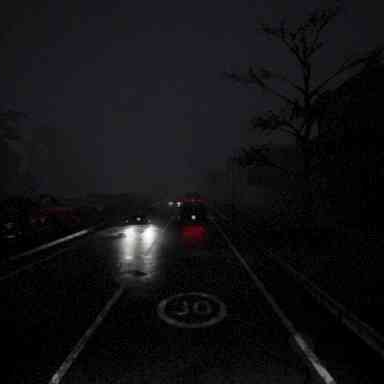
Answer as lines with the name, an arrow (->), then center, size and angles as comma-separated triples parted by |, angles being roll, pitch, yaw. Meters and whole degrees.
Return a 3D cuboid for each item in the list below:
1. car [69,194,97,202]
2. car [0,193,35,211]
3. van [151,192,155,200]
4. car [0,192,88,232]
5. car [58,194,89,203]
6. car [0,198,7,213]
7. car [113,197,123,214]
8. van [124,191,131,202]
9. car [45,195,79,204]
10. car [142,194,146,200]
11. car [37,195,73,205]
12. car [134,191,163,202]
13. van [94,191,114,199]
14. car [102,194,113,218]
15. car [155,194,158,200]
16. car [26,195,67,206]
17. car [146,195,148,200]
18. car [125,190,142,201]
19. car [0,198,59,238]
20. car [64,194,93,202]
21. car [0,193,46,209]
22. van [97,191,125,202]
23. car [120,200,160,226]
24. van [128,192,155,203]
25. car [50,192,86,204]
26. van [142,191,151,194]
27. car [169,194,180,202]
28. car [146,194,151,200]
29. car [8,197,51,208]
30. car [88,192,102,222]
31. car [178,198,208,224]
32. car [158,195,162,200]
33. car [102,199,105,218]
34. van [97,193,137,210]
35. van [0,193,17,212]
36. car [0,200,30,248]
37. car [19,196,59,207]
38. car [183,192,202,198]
car -> -22.063, 1.148, 67.452 | 4.892, 1.521, 2.231 | 0, 1, 0
car -> -22.050, 1.124, 39.688 | 5.566, 2.045, 2.435 | 0, 0, 0
van -> -8.844, 1.054, 54.316 | 4.442, 1.987, 1.878 | 0, 1, 0
car -> -8.886, 1.177, 17.869 | 5.566, 2.045, 2.435 | 0, 0, 0
car -> -22.055, 1.204, 61.900 | 5.008, 1.535, 2.097 | 0, 1, 0
car -> -22.201, 1.387, 34.138 | 5.366, 1.575, 1.946 | 0, 0, 0
car -> -8.922, 1.402, 29.083 | 4.892, 1.521, 2.231 | 0, 0, 0
van -> -9.052, 1.161, 34.689 | 4.442, 1.987, 1.878 | 0, 0, 0
car -> -22.036, 1.262, 56.350 | 4.892, 1.521, 2.231 | 0, 1, 0
car -> -8.953, 1.360, 43.102 | 4.892, 1.521, 2.231 | 0, 0, 0
car -> -22.034, 1.287, 53.573 | 5.008, 1.535, 2.097 | 0, 0, 0
car -> -8.950, 0.885, 68.335 | 5.566, 2.045, 2.435 | 0, 1, 0
van -> -22.194, 0.749, 84.101 | 4.442, 1.987, 1.878 | 0, 1, 0
car -> -8.956, 1.282, 26.280 | 4.553, 1.767, 2.185 | 0, 0, 0
car -> -8.959, 1.252, 57.125 | 5.008, 1.535, 2.097 | 0, 1, 0
car -> -22.220, 1.308, 50.795 | 5.366, 1.575, 1.946 | 0, 0, 0
car -> -8.947, 1.385, 45.906 | 4.674, 1.452, 2.002 | 0, 0, 0
car -> -8.911, 1.128, 37.493 | 5.566, 2.045, 2.435 | 0, 0, 0
car -> -8.880, 1.310, 15.066 | 4.553, 1.767, 2.185 | 0, 0, 0
car -> -22.058, 1.175, 64.676 | 5.008, 1.535, 2.097 | 0, 1, 0
car -> -21.997, 1.112, 42.465 | 5.566, 2.045, 2.435 | 0, 0, 0
van -> -9.049, 1.168, 31.886 | 4.442, 1.987, 1.878 | 0, 0, 0
car -> -3.345, 1.501, 22.774 | 1.994, 1.385, 4.181 | 0, 0, 0
van -> -9.084, 0.997, 59.926 | 4.442, 1.987, 1.878 | 0, 1, 0
car -> -22.017, 0.981, 59.122 | 5.566, 2.045, 2.435 | 0, 1, 0
van -> -9.073, 1.078, 51.514 | 4.442, 1.987, 1.878 | 0, 0, 0
car -> -3.266, 1.168, 64.050 | 1.882, 1.535, 5.008 | 0, 1, 1
car -> -8.983, 1.357, 48.714 | 4.792, 1.488, 2.163 | 0, 0, 0
car -> -22.057, 1.380, 45.241 | 4.792, 1.488, 2.163 | 0, 0, 0
car -> -8.890, 1.170, 20.673 | 5.566, 2.045, 2.435 | 0, 0, 0
car -> 0.103, 1.435, 24.452 | 1.837, 1.490, 4.892 | 0, 0, 0
car -> -8.789, 1.162, 65.534 | 5.366, 1.575, 1.946 | 0, 1, 0
car -> -8.919, 1.455, 23.477 | 4.674, 1.452, 2.002 | 0, 0, 0
van -> -9.059, 1.147, 40.294 | 4.442, 1.987, 1.878 | 0, 0, 0
van -> -22.135, 1.157, 36.911 | 4.442, 1.987, 1.878 | 0, 0, 0
car -> -8.876, 1.317, 12.263 | 4.553, 1.767, 2.185 | 0, 0, 0
car -> -22.003, 1.365, 48.024 | 4.792, 1.488, 2.163 | 0, 0, 0
car -> 0.105, 1.076, 41.239 | 2.150, 2.045, 5.566 | 0, 0, 0
